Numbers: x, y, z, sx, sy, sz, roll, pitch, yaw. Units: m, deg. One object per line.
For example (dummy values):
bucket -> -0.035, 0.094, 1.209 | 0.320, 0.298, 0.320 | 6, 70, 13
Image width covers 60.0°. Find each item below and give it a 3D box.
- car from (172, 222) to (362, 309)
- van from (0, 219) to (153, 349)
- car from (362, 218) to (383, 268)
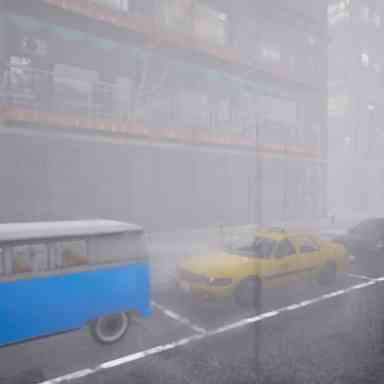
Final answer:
car -> 1.833, 1.526, 7.862 | 4.829, 1.417, 1.752 | 0, 0, -35
van -> -2.526, 1.342, 4.754 | 3.998, 1.788, 1.690 | 0, 0, -35
car -> 6.469, 1.567, 11.166 | 4.313, 1.339, 1.947 | 0, 0, -35
